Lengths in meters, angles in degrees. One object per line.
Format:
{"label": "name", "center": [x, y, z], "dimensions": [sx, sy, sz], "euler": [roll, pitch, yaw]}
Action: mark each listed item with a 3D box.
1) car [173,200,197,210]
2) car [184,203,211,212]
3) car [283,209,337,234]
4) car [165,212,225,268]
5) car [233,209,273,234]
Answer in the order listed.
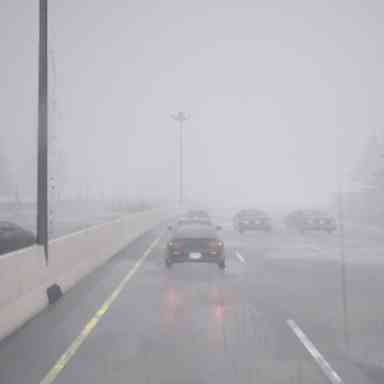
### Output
{"label": "car", "center": [-1.065, 2.046, 53.465], "dimensions": [2.033, 1.411, 5.357], "euler": [0, -1, 19]}
{"label": "car", "center": [0.575, 1.781, 27.288], "dimensions": [1.812, 1.442, 4.674], "euler": [0, -1, 5]}
{"label": "car", "center": [7.174, 1.741, 20.742], "dimensions": [2.033, 1.411, 5.357], "euler": [0, 0, 1]}
{"label": "car", "center": [0.087, 1.635, 11.587], "dimensions": [1.812, 1.442, 4.674], "euler": [0, -1, 0]}
{"label": "car", "center": [3.680, 1.742, 20.822], "dimensions": [2.033, 1.411, 5.357], "euler": [0, 0, 1]}
